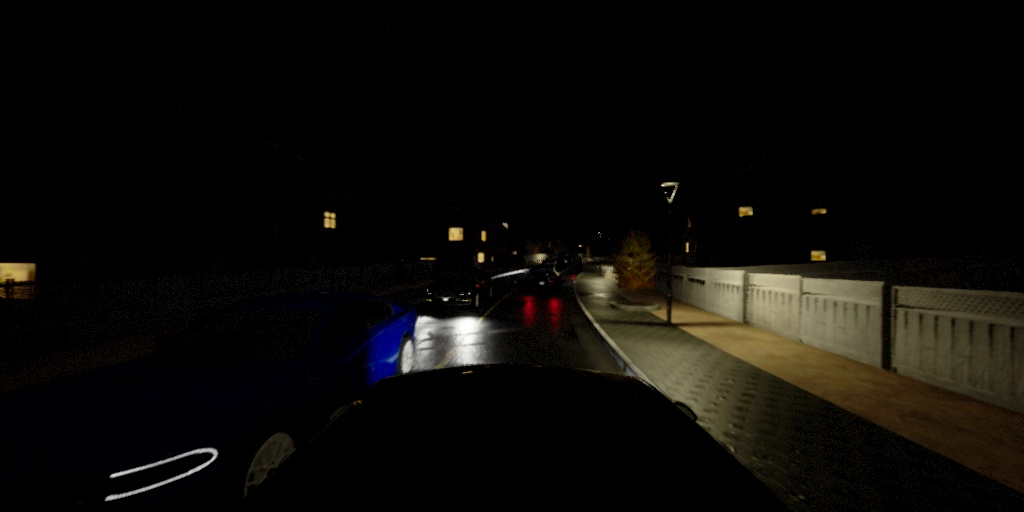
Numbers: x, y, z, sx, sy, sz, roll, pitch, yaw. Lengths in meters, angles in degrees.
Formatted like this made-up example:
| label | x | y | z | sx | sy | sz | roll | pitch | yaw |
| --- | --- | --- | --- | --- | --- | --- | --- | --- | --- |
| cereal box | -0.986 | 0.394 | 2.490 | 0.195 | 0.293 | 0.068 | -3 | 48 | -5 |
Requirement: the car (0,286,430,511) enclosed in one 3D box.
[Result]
| label | x | y | z | sx | sy | sz | roll | pitch | yaw |
| --- | --- | --- | --- | --- | --- | --- | --- | --- | --- |
| car | -2.661 | 1.211 | 4.357 | 1.882 | 1.535 | 5.008 | 0 | 0 | 2 |

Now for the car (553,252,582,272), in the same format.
| label | x | y | z | sx | sy | sz | roll | pitch | yaw |
| --- | --- | --- | --- | --- | --- | --- | --- | --- | --- |
| car | 6.216 | 0.634 | 38.532 | 2.150 | 2.045 | 5.566 | 0 | 1 | 17 |

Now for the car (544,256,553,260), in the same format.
| label | x | y | z | sx | sy | sz | roll | pitch | yaw |
| --- | --- | --- | --- | --- | --- | --- | --- | --- | --- |
| car | 4.865 | 0.809 | 43.865 | 2.128 | 1.511 | 4.902 | 0 | 1 | 19 |

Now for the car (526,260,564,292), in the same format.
| label | x | y | z | sx | sy | sz | roll | pitch | yaw |
| --- | --- | --- | --- | --- | --- | --- | --- | --- | --- |
| car | 1.892 | 1.182 | 20.667 | 1.812 | 1.442 | 4.674 | 0 | 1 | 9 |

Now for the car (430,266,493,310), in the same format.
| label | x | y | z | sx | sy | sz | roll | pitch | yaw |
| --- | --- | --- | --- | --- | --- | --- | --- | --- | --- |
| car | -1.967 | 1.198 | 14.513 | 1.837 | 1.490 | 4.892 | 0 | 0 | 7 |
